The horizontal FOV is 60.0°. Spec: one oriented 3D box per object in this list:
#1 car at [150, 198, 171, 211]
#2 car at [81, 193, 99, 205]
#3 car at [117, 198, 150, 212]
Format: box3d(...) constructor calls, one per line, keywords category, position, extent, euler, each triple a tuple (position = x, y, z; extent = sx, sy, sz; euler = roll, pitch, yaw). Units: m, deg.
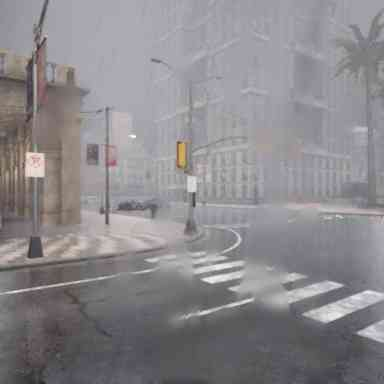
box3d(category="car", position=(-4.444, 1.483, 40.629), extent=(2.128, 1.511, 4.902), euler=(0, 0, -36))
box3d(category="car", position=(-18.810, 1.219, 60.484), extent=(2.150, 2.045, 5.566), euler=(0, 0, -36))
box3d(category="car", position=(-6.927, 1.557, 38.092), extent=(1.994, 1.385, 4.181), euler=(0, 0, -36))
